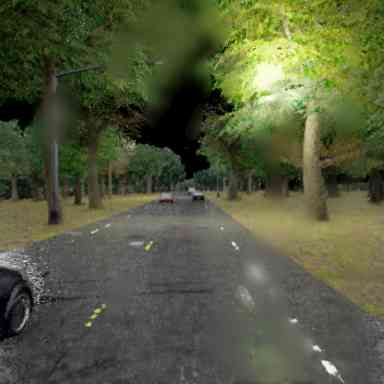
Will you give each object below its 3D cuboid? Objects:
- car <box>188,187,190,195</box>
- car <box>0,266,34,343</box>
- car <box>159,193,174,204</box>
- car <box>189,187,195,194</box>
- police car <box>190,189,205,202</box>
[{"bbox_3d":[-0.018,0.039,87.779,1.882,1.535,5.008,0,1,0],"label":"car"},{"bbox_3d":[-3.600,1.548,3.779,1.994,1.385,4.181,0,0,0],"label":"car"},{"bbox_3d":[-3.584,0.897,47.328,1.882,1.535,5.008,0,1,0],"label":"car"},{"bbox_3d":[1.035,0.330,69.455,2.097,1.767,4.553,0,1,0],"label":"car"},{"bbox_3d":[1.039,0.726,53.596,1.930,1.638,5.238,0,1,0],"label":"police car"}]
